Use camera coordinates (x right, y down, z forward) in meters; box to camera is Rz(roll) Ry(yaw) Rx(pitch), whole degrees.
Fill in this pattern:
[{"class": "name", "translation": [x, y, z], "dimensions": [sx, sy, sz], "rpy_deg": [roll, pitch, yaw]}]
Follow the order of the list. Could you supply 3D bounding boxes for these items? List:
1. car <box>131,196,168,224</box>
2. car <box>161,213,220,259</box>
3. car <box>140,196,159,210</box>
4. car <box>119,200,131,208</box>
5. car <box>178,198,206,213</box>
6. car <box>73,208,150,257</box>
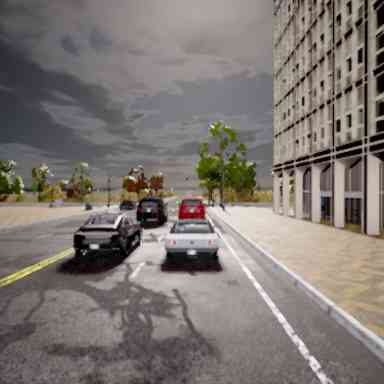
[{"class": "car", "translation": [-3.241, 1.490, 27.571], "dimensions": [2.150, 2.045, 5.566], "rpy_deg": [0, 0, 0]}, {"class": "car", "translation": [0.017, 1.732, 13.231], "dimensions": [1.895, 1.301, 4.718], "rpy_deg": [0, -1, 0]}, {"class": "car", "translation": [-6.510, 1.701, 51.493], "dimensions": [2.150, 2.045, 5.566], "rpy_deg": [0, -1, 0]}, {"class": "car", "translation": [-9.772, 1.974, 50.551], "dimensions": [1.837, 1.490, 4.892], "rpy_deg": [0, -1, 0]}, {"class": "car", "translation": [0.009, 1.490, 27.560], "dimensions": [2.150, 2.045, 5.566], "rpy_deg": [0, 0, 0]}, {"class": "car", "translation": [-3.229, 1.626, 13.502], "dimensions": [2.128, 1.511, 4.902], "rpy_deg": [0, 0, 0]}]
